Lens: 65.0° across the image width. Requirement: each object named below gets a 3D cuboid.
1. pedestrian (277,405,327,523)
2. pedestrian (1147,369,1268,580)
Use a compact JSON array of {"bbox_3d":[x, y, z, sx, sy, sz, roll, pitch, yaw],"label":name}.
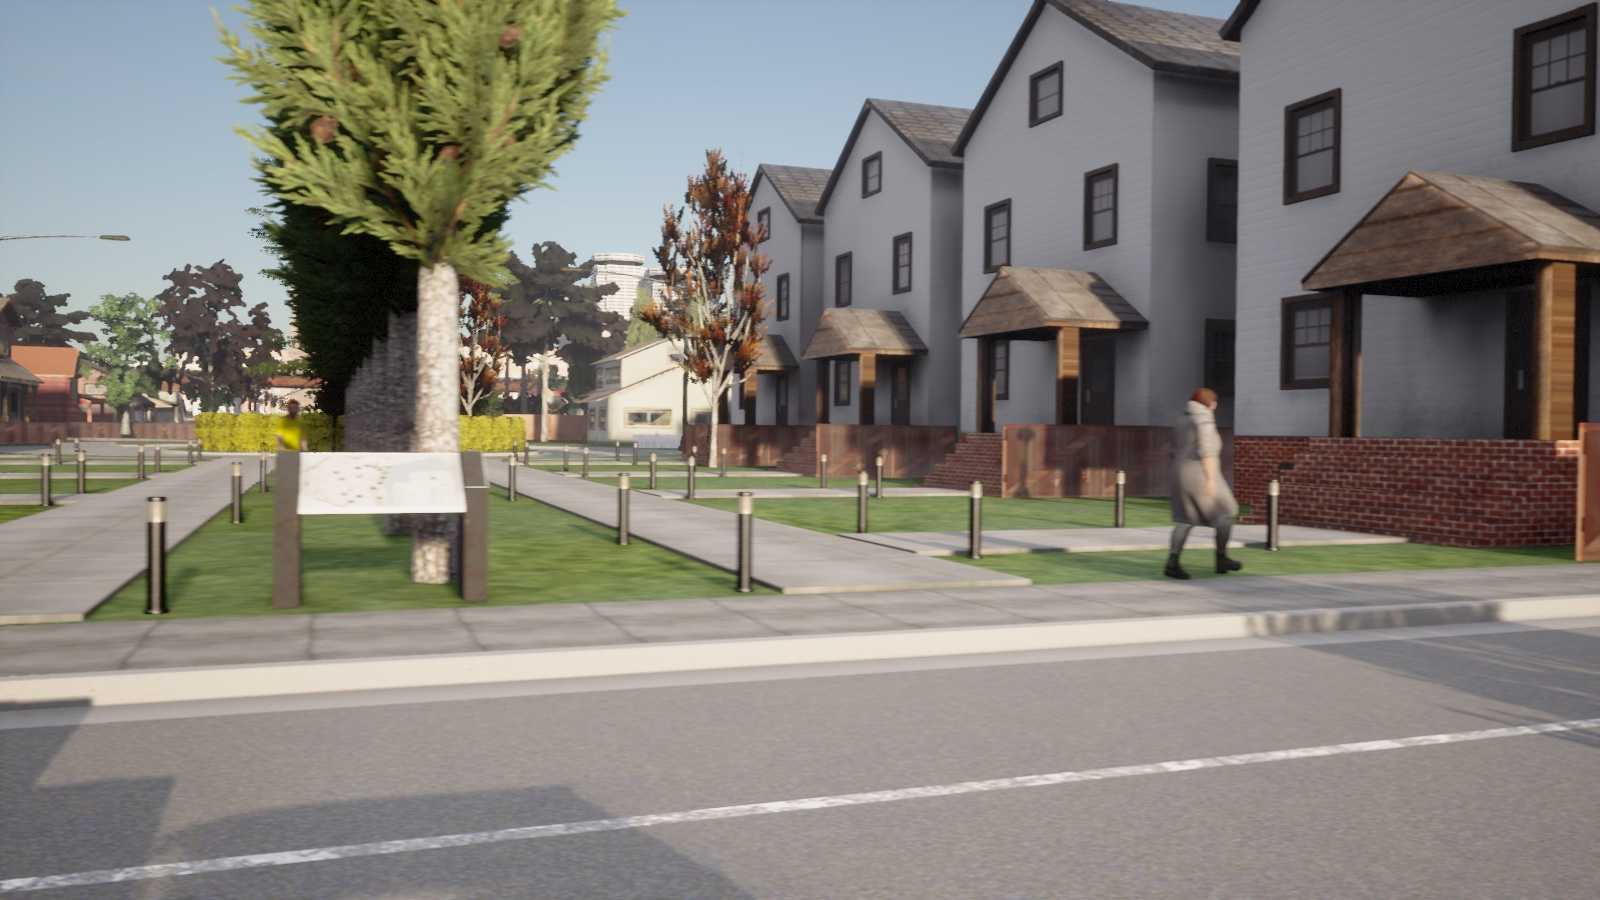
[{"bbox_3d":[-7.903,0.219,19.926,0.706,1.836,0.354,0,1,33],"label":"pedestrian"},{"bbox_3d":[3.897,0.213,12.047,0.873,1.952,0.659,-1,1,-16],"label":"pedestrian"}]
